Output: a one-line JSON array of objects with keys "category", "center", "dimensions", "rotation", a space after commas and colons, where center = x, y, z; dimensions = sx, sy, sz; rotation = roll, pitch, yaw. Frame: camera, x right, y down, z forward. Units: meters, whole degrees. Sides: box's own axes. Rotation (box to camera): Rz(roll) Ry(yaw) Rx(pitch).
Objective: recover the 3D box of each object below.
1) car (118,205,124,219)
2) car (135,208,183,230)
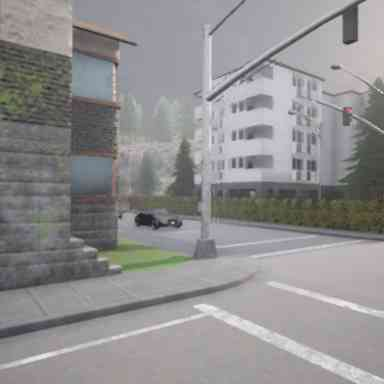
[{"category": "car", "center": [-8.634, 1.513, 32.362], "dimensions": [2.150, 2.045, 5.566], "rotation": [1, 0, -35]}, {"category": "car", "center": [-2.415, 1.857, 23.655], "dimensions": [1.994, 1.385, 4.181], "rotation": [1, 0, -36]}]
